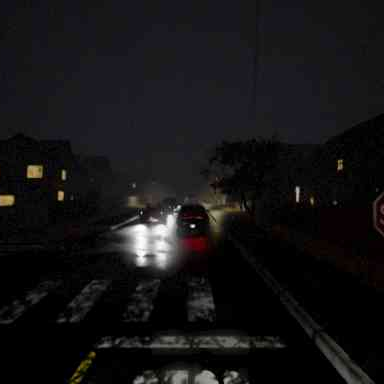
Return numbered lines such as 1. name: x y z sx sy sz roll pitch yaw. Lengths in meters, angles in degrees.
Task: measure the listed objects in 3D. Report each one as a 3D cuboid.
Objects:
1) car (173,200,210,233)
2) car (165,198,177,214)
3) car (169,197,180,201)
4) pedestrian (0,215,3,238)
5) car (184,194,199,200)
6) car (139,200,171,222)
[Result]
1. car: 0.030 1.504 19.884 1.837 1.490 4.892 -1 1 0
2. car: -2.945 1.598 35.326 1.895 1.301 4.718 0 0 0
3. car: -2.971 1.494 45.441 1.882 1.535 5.008 0 0 0
4. pedestrian: -9.959 1.412 17.217 0.375 1.860 0.375 0 -2 5
5. car: -0.053 1.261 53.295 2.150 2.045 5.566 0 0 0
6. car: -2.923 1.590 26.158 1.895 1.301 4.718 0 0 0
